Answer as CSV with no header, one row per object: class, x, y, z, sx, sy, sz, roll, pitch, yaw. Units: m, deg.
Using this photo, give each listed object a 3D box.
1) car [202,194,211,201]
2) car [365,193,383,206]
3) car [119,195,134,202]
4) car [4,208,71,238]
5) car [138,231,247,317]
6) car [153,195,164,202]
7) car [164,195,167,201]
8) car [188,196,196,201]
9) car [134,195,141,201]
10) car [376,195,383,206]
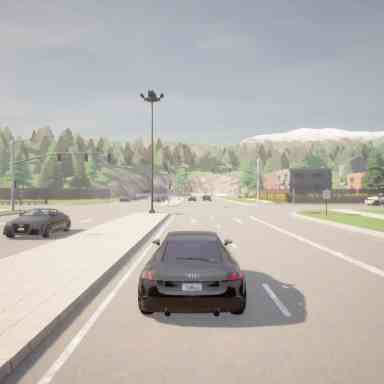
car,3.540,1.355,82.447,2.097,1.767,4.553,0,0,0
car,30.938,1.221,53.563,5.566,2.045,2.150,0,0,0
car,-14.964,1.540,74.580,2.033,1.411,5.357,0,0,0
car,-8.013,1.564,17.625,1.994,1.385,4.181,0,0,1
car,0.003,1.563,7.579,1.994,1.385,4.181,0,0,0
car,-7.964,1.524,74.216,1.812,1.442,4.674,0,0,0
car,-7.959,1.524,84.192,1.812,1.442,4.674,0,0,0
car,0.040,1.595,81.372,1.895,1.301,4.718,0,0,0
car,-14.958,1.500,84.961,1.837,1.490,4.892,0,0,0
car,31.343,1.547,50.079,5.357,1.411,2.033,0,0,0
